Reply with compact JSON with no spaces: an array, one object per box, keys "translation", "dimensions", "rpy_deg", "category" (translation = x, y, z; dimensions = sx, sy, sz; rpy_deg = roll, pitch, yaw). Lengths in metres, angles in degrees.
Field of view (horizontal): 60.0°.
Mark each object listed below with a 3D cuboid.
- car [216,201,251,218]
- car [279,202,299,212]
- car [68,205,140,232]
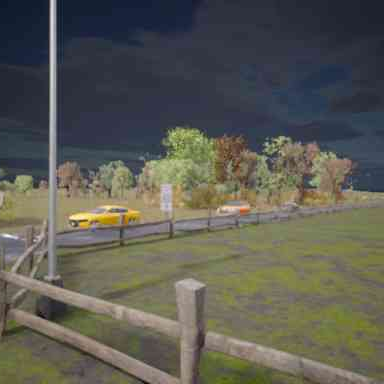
[{"translation":[4.505,1.767,35.685],"dimensions":[2.097,1.767,4.553],"rpy_deg":[1,0,36],"category":"car"},{"translation":[14.572,2.192,49.533],"dimensions":[1.812,1.442,4.674],"rpy_deg":[1,0,36],"category":"car"},{"translation":[-5.579,1.647,21.668],"dimensions":[1.882,1.535,5.008],"rpy_deg":[1,0,36],"category":"car"}]
